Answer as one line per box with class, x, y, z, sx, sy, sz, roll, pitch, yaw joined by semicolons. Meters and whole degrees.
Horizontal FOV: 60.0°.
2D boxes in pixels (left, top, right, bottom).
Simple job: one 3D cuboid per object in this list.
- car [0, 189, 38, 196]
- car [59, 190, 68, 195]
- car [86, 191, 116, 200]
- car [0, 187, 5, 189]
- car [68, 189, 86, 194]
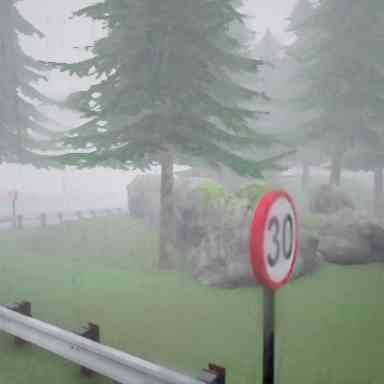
car;-23.749;0.734;45.983;2.128;1.511;4.902;1;1;32
car;-23.853;0.246;65.425;2.097;1.767;4.553;1;1;32
car;-15.592;0.540;58.942;2.128;1.511;4.902;1;1;33
car;-28.827;0.479;50.998;2.097;1.767;4.553;1;1;32
car;-20.804;0.463;63.730;1.812;1.442;4.674;1;1;32
